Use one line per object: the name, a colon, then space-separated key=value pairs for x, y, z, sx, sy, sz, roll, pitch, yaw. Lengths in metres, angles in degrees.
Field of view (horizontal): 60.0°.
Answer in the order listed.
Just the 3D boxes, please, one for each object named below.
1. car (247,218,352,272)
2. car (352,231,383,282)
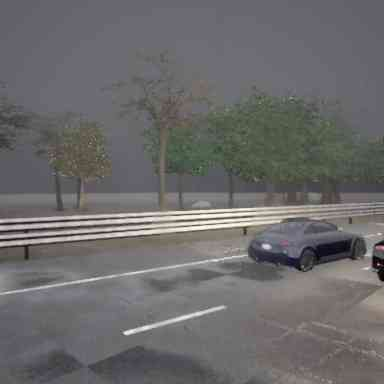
car: x=3.779 y=1.535 z=10.739 sx=4.181 sy=1.385 sz=1.994 roll=0 pitch=0 yaw=-36
car: x=6.391 y=1.461 z=8.304 sx=4.902 sy=1.511 sz=2.128 roll=0 pitch=0 yaw=-36
